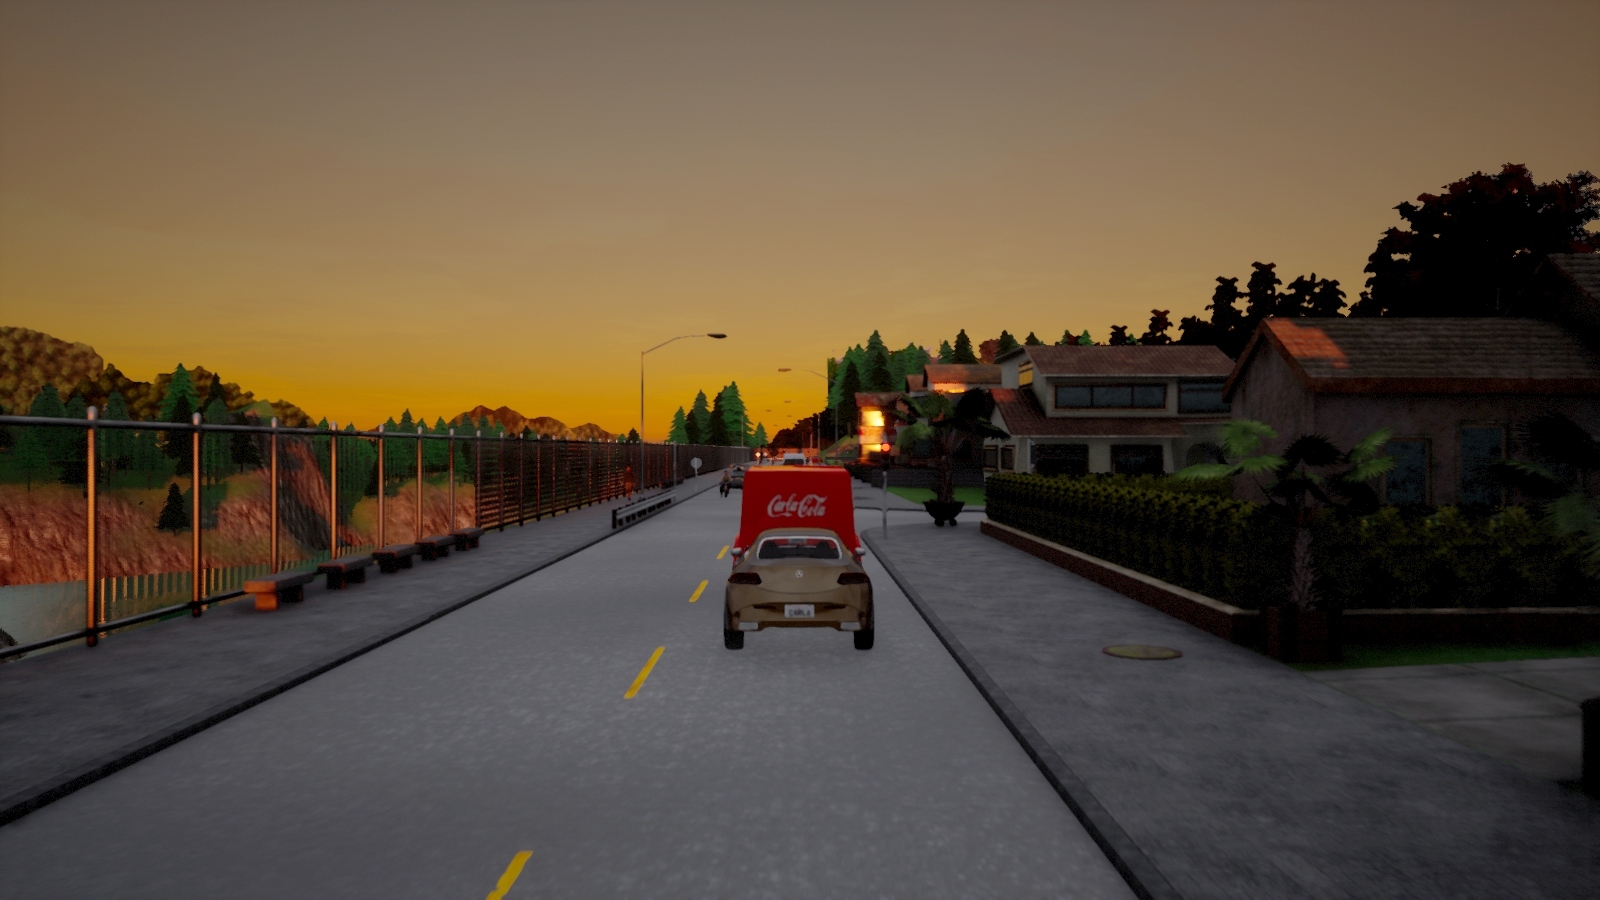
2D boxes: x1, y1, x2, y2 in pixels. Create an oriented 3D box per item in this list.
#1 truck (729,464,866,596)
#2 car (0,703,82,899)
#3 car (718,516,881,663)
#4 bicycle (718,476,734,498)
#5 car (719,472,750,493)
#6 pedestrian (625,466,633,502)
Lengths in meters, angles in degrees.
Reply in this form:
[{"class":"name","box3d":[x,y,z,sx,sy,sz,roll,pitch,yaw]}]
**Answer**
[{"class":"truck","box3d":[-0.062,1.569,24.582,2.627,2.467,5.204,0,0,0]},{"class":"car","box3d":[-3.929,1.905,2.329,2.097,1.767,4.553,0,0,-1]},{"class":"car","box3d":[-0.022,1.992,17.662,2.152,1.651,5.027,0,0,0]},{"class":"bicycle","box3d":[-4.315,2.157,66.678,0.859,1.276,1.487,0,0,0]},{"class":"car","box3d":[-4.386,2.154,77.203,1.895,1.301,4.718,0,0,0]},{"class":"pedestrian","box3d":[-8.870,1.744,59.291,0.375,1.860,0.375,0,0,4]}]
